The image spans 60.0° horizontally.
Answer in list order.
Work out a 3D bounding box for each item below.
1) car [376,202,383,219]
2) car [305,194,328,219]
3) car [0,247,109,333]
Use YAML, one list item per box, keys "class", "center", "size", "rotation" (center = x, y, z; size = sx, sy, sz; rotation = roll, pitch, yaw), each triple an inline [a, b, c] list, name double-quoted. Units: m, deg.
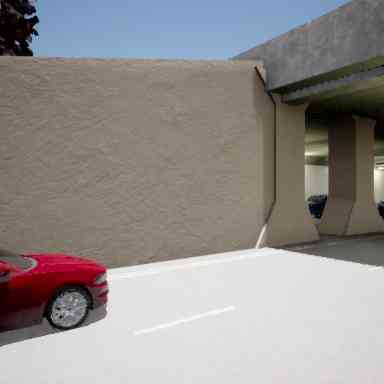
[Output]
- class: "car"
  center: [16.598, 1.548, 28.558]
  size: [5.357, 1.411, 2.033]
  rotation: [0, 0, -35]
- class: "car"
  center: [11.349, 1.220, 29.138]
  size: [5.566, 2.045, 2.150]
  rotation: [0, 0, -35]
- class: "car"
  center: [-3.823, 1.478, 5.198]
  size: [5.008, 1.535, 1.882]
  rotation: [0, 0, -35]
